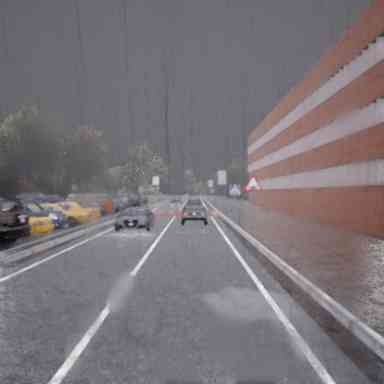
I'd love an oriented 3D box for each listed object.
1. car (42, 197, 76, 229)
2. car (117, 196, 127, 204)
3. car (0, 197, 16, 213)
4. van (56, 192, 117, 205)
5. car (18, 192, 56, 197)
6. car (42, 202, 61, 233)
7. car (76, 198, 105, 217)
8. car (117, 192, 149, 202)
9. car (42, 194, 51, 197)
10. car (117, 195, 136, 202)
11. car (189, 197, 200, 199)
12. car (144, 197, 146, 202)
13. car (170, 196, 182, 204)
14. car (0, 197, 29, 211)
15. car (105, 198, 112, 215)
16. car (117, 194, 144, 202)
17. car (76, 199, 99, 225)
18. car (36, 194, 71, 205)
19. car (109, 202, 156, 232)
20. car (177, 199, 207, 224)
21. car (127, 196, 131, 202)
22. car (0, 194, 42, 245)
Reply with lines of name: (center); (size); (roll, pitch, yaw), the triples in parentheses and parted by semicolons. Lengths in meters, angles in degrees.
car: (-9.353, 1.312, 18.785); (4.553, 1.767, 2.185); (0, 0, 0)
car: (-9.296, 1.408, 32.914); (4.792, 1.488, 2.163); (0, 0, 0)
car: (-21.889, 1.366, 35.658); (5.008, 1.535, 2.097); (0, 0, 0)
van: (-9.441, 1.165, 30.087); (4.442, 1.987, 1.878); (0, 0, 0)
car: (-21.873, 1.062, 46.828); (5.566, 2.045, 2.435); (0, 0, 0)
car: (-9.506, 1.446, 15.960); (5.366, 1.575, 1.946); (0, 0, 0)
car: (-9.509, 1.411, 24.437); (5.366, 1.575, 1.946); (0, 0, 0)
car: (-9.300, 1.047, 49.867); (5.566, 2.045, 2.435); (0, 0, 0)
car: (-21.907, 1.329, 44.129); (4.892, 1.521, 2.231); (0, 0, 0)
car: (-9.323, 1.395, 38.566); (4.674, 1.452, 2.002); (0, 0, 0)
car: (0.281, 1.408, 41.737); (2.128, 1.511, 4.902); (0, 0, 1)
car: (-9.325, 1.354, 47.044); (4.674, 1.452, 2.002); (0, 0, 0)
car: (-2.908, 1.404, 61.075); (1.994, 1.385, 4.181); (0, 0, 1)
car: (-21.891, 1.355, 38.482); (4.892, 1.521, 2.231); (0, 0, 0)
car: (-9.321, 1.442, 27.263); (4.674, 1.452, 2.002); (0, 0, 0)
car: (-9.322, 1.329, 44.216); (5.008, 1.535, 2.097); (0, 0, 0)
car: (-9.137, 1.423, 21.611); (5.366, 1.575, 1.946); (0, 0, 0)
car: (-21.840, 1.148, 52.608); (4.553, 1.767, 2.185); (0, 0, 0)
car: (-3.305, 1.542, 19.999); (1.994, 1.385, 4.181); (0, 0, 0)
car: (0.162, 1.513, 24.629); (2.033, 1.411, 5.357); (0, 0, 0)
car: (-9.328, 1.407, 35.740); (4.674, 1.452, 2.002); (0, 0, 0)
car: (-9.349, 1.210, 13.133); (5.566, 2.045, 2.435); (0, 0, 0)
